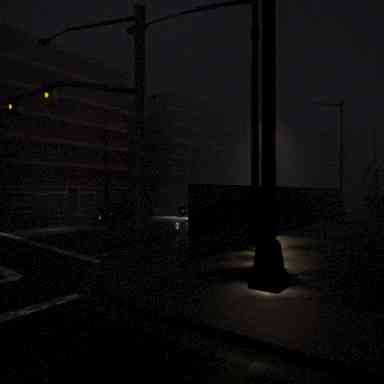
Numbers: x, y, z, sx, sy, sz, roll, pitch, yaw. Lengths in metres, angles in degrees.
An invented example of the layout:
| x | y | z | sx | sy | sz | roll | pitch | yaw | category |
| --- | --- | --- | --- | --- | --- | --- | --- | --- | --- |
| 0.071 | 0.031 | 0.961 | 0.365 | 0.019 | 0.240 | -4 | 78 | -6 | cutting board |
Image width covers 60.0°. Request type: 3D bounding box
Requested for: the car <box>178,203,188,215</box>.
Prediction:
| x | y | z | sx | sy | sz | roll | pitch | yaw | category |
| --- | --- | --- | --- | --- | --- | --- | --- | --- | --- |
| 0.537 | 1.505 | 32.511 | 1.837 | 1.490 | 4.892 | 0 | 0 | 35 | car |

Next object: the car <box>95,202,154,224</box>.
| x | y | z | sx | sy | sz | roll | pitch | yaw | category |
| --- | --- | --- | --- | --- | --- | --- | --- | --- | --- |
| -4.902 | 1.491 | 24.767 | 2.128 | 1.511 | 4.902 | 0 | 0 | 35 | car |
